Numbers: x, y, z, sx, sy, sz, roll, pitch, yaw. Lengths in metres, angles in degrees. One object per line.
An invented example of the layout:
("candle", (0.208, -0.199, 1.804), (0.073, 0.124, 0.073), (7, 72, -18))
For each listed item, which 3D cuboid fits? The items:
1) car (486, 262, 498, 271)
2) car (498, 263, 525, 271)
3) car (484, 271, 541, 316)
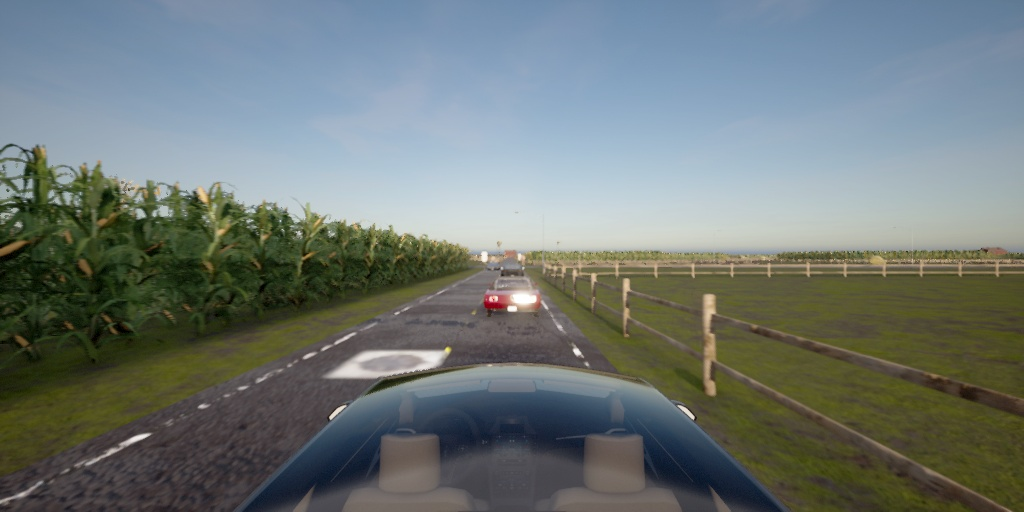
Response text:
("car", (-2.824, 1.565, 54.705), (2.033, 1.411, 5.357), (0, 0, 0))
("car", (0.054, 1.380, 30.565), (1.882, 1.535, 5.008), (0, 0, 1))
("car", (0.036, 1.417, 13.695), (1.895, 1.301, 4.718), (0, 0, 1))
